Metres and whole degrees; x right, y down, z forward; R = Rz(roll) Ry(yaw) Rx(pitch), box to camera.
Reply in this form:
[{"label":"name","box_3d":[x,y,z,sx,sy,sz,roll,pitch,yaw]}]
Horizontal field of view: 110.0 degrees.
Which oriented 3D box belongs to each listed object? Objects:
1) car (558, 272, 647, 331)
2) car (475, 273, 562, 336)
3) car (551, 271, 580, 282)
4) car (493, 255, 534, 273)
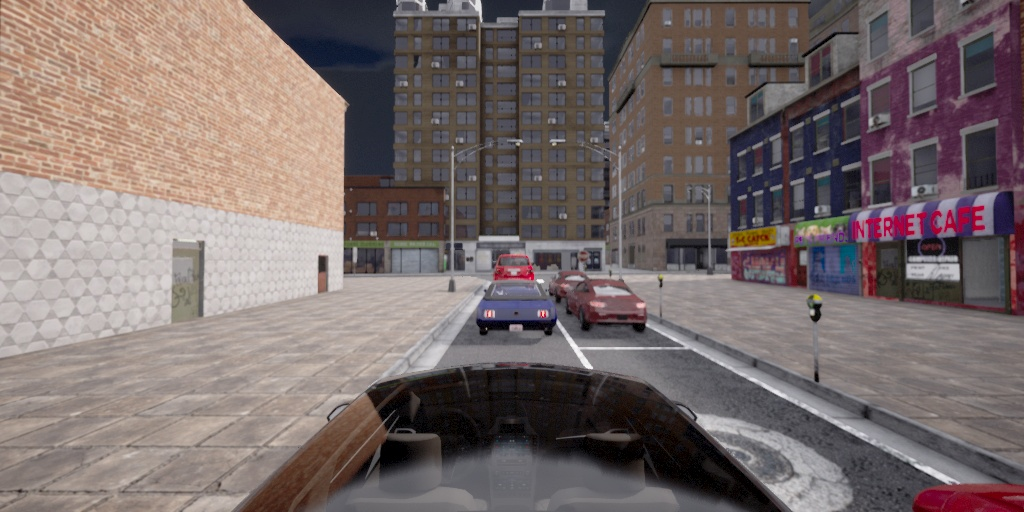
[{"label":"car","box_3d":[2.631,1.316,10.652,1.802,1.307,4.207,0,0,0]},{"label":"car","box_3d":[0.103,1.335,10.328,1.895,1.301,4.718,0,0,0]},{"label":"car","box_3d":[2.625,1.308,16.091,1.802,1.307,4.207,0,0,0]},{"label":"car","box_3d":[0.075,0.941,20.461,2.150,2.045,5.566,0,0,0]}]
